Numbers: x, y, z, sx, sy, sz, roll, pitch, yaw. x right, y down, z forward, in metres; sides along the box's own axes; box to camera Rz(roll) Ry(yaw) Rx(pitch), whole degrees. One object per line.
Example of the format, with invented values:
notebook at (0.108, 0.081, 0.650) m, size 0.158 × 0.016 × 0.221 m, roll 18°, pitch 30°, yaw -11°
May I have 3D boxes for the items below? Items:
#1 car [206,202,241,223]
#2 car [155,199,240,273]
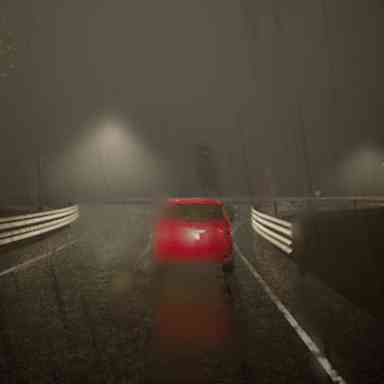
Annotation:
car at (2.590, 1.593, 26.396) m, size 1.994 × 1.385 × 4.181 m, roll 0°, pitch 0°, yaw 17°
car at (0.141, 1.230, 10.955) m, size 2.150 × 2.045 × 5.566 m, roll 0°, pitch -1°, yaw 2°
